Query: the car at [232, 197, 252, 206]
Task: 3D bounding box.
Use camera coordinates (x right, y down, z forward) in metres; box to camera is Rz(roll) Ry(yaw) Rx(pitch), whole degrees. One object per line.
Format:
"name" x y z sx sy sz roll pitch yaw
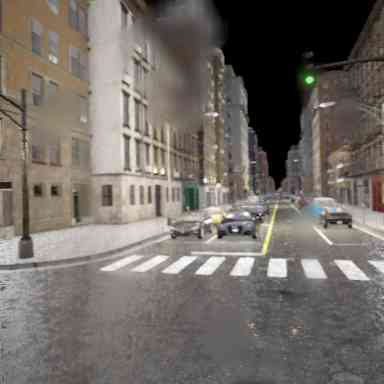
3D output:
"car" 5.558 1.707 39.385 1.967 1.590 4.097 -1 -1 15

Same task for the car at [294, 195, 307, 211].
"car" 14.719 1.395 42.568 2.192 1.841 5.009 -1 -1 15

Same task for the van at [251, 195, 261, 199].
"van" 11.039 1.687 60.304 1.690 1.788 3.998 -1 -1 15

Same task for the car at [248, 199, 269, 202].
"car" 7.406 1.756 36.311 1.994 1.385 4.181 -2 -1 15

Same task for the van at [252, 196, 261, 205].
"van" 13.780 1.726 70.763 1.690 1.788 3.998 -1 -1 15

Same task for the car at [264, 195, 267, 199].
"car" 16.526 1.974 81.220 2.008 1.369 4.403 -1 -1 15

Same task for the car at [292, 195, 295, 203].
"car" 17.478 1.670 53.021 2.008 1.369 4.403 -1 -1 15

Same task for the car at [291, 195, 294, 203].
"car" 18.897 1.664 58.413 1.752 1.417 4.829 -1 -1 15

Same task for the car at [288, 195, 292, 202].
"car" 22.985 1.741 73.933 1.887 1.381 4.507 -1 -1 15

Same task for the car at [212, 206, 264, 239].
"car" 2.610 1.690 18.147 1.994 1.385 4.181 -2 -1 15

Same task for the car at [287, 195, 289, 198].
"car" 24.363 1.781 79.161 1.947 1.339 4.313 -1 -1 15

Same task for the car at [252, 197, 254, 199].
"car" 6.888 1.811 44.449 1.752 1.417 4.829 -1 -1 15

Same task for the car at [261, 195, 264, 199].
"car" 12.409 1.680 65.534 2.192 1.841 5.009 -1 -1 15

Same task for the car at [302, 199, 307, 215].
"car" 11.971 1.623 32.109 1.802 1.307 4.206 -1 -1 15

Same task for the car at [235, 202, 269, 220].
"car" 4.862 1.758 26.670 1.895 1.301 4.718 -2 -1 15

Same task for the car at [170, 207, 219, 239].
"car" 0.078 1.741 18.466 2.008 1.369 4.403 -1 -1 15

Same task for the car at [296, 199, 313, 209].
"car" 16.101 1.665 47.793 1.947 1.339 4.313 -1 -1 15

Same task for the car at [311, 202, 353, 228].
"car" 9.217 1.554 21.654 2.008 1.369 4.403 -1 -1 15

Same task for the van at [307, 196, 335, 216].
"van" 10.589 1.363 26.884 1.690 1.788 3.998 -1 -1 15

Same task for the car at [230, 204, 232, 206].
"car" 1.405 1.734 23.531 1.752 1.417 4.829 -1 -1 15
